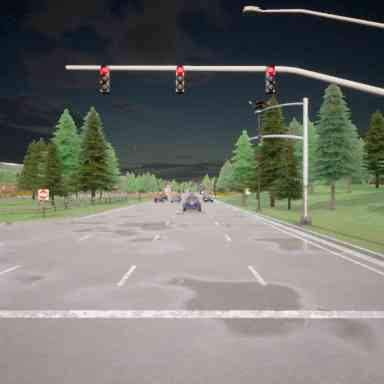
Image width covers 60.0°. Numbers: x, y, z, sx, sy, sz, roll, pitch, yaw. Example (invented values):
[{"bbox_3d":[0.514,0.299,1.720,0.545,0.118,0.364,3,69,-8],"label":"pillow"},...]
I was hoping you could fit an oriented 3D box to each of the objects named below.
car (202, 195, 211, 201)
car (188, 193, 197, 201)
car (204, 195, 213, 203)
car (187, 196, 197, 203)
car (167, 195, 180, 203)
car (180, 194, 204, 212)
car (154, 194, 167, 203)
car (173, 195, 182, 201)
[{"bbox_3d":[3.516,1.372,80.782,2.033,1.411,5.357,0,0,0],"label":"car"},{"bbox_3d":[0.016,1.188,80.753,2.097,1.767,4.553,0,0,0],"label":"car"},{"bbox_3d":[3.514,1.588,70.809,1.895,1.301,4.718,0,0,0],"label":"car"},{"bbox_3d":[0.014,1.544,70.746,1.994,1.385,4.181,0,0,0],"label":"car"},{"bbox_3d":[-3.486,1.531,70.363,2.033,1.411,5.357,0,0,0],"label":"car"},{"bbox_3d":[0.008,1.352,39.720,2.097,1.767,4.553,0,0,0],"label":"car"},{"bbox_3d":[-6.986,1.517,70.781,1.812,1.442,4.674,0,0,0],"label":"car"},{"bbox_3d":[-3.484,1.372,80.783,2.033,1.411,5.357,0,0,0],"label":"car"}]
